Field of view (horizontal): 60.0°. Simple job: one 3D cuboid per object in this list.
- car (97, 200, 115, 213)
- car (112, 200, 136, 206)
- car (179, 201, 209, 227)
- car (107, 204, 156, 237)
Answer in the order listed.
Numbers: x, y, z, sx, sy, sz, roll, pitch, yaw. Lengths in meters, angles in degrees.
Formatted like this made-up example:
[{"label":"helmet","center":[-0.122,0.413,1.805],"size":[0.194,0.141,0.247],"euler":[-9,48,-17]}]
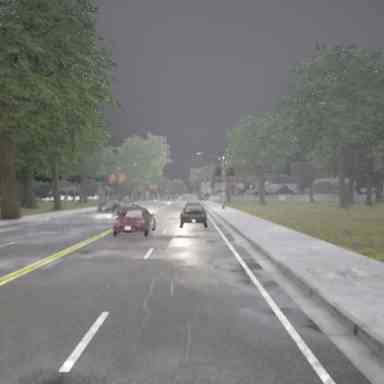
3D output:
[{"label":"car","center":[-9.813,1.696,39.488],"size":[2.128,1.511,4.902],"euler":[0,0,0]},{"label":"car","center":[-6.571,1.737,34.673],"size":[1.994,1.385,4.181],"euler":[0,0,0]},{"label":"car","center":[0.114,1.613,23.788],"size":[1.837,1.490,4.892],"euler":[0,0,0]},{"label":"car","center":[-3.138,1.608,18.570],"size":[1.812,1.442,4.674],"euler":[0,0,0]}]
